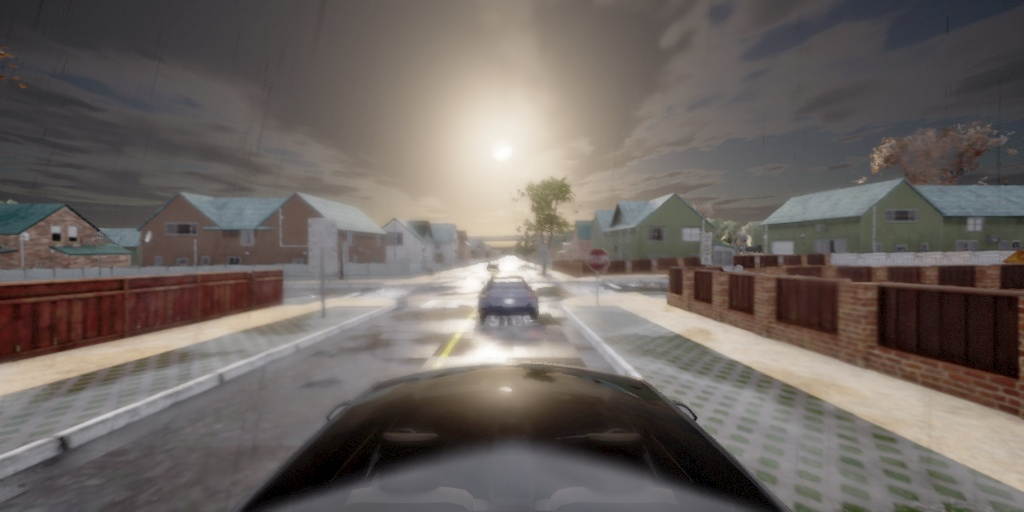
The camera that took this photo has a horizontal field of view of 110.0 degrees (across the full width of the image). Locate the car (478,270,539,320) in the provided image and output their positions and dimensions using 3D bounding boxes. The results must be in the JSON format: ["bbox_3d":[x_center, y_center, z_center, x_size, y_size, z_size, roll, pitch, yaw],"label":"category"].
[{"bbox_3d":[-0.195,1.361,12.898,1.994,1.385,4.181,0,0,-3],"label":"car"}]

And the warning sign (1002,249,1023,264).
[{"bbox_3d":[25.182,0.581,17.756,1.060,1.860,1.300,0,0,0],"label":"warning sign"}]

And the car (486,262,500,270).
[{"bbox_3d":[-2.831,1.569,54.194,1.895,1.301,4.718,0,0,0],"label":"car"}]
